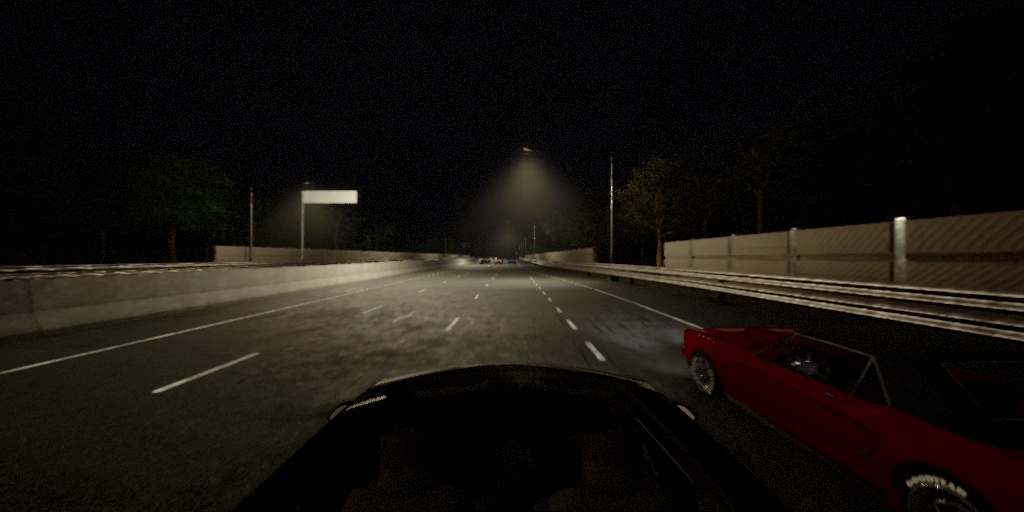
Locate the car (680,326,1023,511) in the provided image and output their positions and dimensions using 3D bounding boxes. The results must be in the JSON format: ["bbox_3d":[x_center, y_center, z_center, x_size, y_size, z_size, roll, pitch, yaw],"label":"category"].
[{"bbox_3d":[3.596,1.354,3.556,1.895,1.301,4.718,0,0,0],"label":"car"}]
